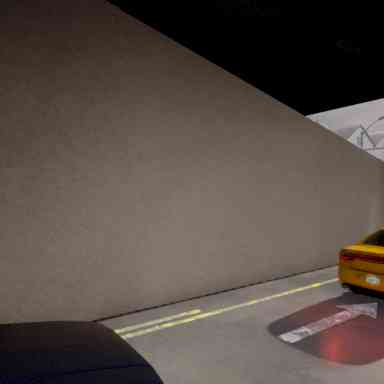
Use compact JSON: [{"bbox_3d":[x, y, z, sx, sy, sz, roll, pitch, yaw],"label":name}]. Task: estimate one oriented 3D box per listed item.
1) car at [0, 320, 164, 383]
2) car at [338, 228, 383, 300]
[{"bbox_3d":[-2.732,1.547,1.835,5.357,1.411,2.033,0,0,-35],"label":"car"},{"bbox_3d":[5.364,1.478,7.585,5.008,1.535,1.882,0,0,-35],"label":"car"}]
